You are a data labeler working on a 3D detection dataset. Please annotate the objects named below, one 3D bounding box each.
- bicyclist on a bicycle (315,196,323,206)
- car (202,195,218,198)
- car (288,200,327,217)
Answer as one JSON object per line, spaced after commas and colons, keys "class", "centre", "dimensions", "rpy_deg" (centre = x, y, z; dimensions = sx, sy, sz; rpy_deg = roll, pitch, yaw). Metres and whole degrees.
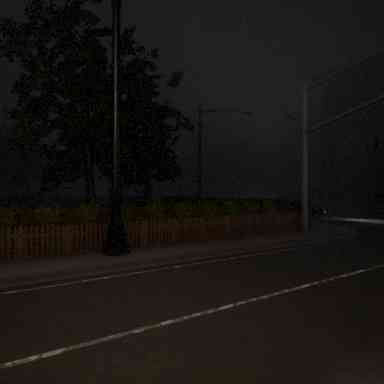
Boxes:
{"class": "bicyclist on a bicycle", "centre": [16.078, 1.297, 42.059], "dimensions": [1.656, 1.620, 0.582], "rpy_deg": [0, 0, -35]}
{"class": "car", "centre": [2.293, 1.347, 49.198], "dimensions": [2.097, 1.767, 4.553], "rpy_deg": [0, 0, -35]}
{"class": "car", "centre": [10.245, 1.487, 31.179], "dimensions": [2.128, 1.511, 4.902], "rpy_deg": [0, 0, -35]}
